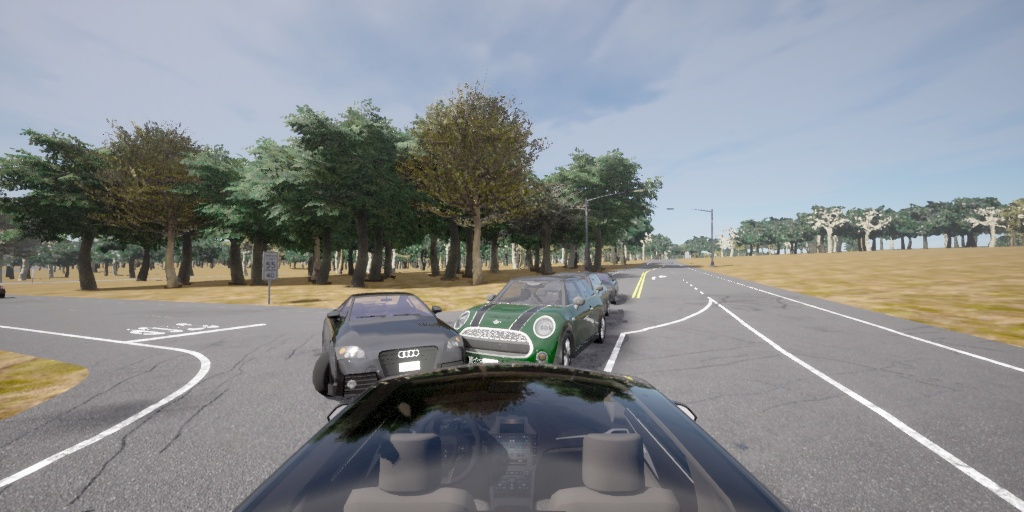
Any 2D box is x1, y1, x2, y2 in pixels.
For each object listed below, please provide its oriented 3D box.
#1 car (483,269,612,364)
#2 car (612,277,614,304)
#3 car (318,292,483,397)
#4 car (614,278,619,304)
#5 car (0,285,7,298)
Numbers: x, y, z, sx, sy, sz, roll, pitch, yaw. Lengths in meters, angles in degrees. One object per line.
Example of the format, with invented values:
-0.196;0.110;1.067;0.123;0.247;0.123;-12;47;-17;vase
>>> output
0.617;1.218;7.821;2.097;1.767;4.553;-1;-2;26;car
2.024;1.344;12.134;2.097;1.767;4.553;-1;-1;21;car
-2.354;1.376;6.616;1.994;1.385;4.181;1;-2;-29;car
4.217;1.509;17.861;1.994;1.385;4.181;-1;0;19;car
-40.860;2.561;27.378;4.181;1.385;1.994;-2;-3;22;car
